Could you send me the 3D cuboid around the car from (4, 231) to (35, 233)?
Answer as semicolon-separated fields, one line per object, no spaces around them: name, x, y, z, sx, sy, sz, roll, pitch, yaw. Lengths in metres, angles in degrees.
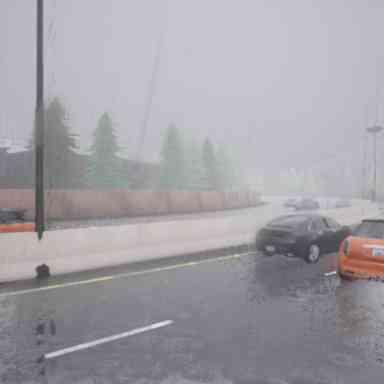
car;-7.785;1.392;11.529;4.553;1.767;2.097;0;0;-37

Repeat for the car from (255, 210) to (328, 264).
car;4.286;1.550;12.080;4.892;1.490;1.837;0;0;-42

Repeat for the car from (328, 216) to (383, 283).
car;5.773;1.385;8.740;4.553;1.767;2.097;0;0;-40

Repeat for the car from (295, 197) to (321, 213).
car;14.164;1.502;40.550;2.097;1.767;4.553;0;0;31

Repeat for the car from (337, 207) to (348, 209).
car;20.428;1.691;44.522;1.812;1.442;4.674;0;0;28
